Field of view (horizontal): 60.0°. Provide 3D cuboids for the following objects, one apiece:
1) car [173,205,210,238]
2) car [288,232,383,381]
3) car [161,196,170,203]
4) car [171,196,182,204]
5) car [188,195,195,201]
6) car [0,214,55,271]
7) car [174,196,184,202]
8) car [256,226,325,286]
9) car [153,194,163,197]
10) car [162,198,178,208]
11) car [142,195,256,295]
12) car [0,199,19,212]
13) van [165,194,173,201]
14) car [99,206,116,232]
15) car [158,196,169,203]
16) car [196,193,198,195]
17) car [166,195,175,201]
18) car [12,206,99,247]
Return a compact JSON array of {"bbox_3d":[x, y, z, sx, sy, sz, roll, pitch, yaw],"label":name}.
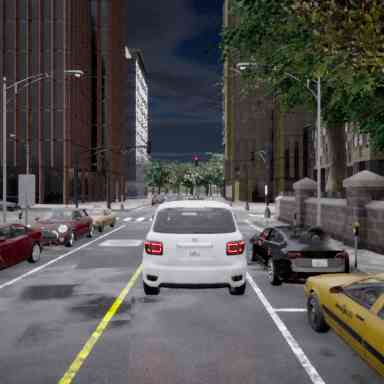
[{"bbox_3d":[0.010,1.527,18.480,1.812,1.442,4.674,0,0,0],"label":"car"},{"bbox_3d":[2.758,1.525,3.958,1.752,1.417,4.829,0,0,0],"label":"car"},{"bbox_3d":[-5.816,1.548,73.701,1.752,1.417,4.829,0,0,0],"label":"car"},{"bbox_3d":[-3.069,1.583,66.991,1.994,1.385,4.181,0,0,1],"label":"car"},{"bbox_3d":[-0.063,1.534,88.597,1.837,1.490,4.892,0,0,0],"label":"car"},{"bbox_3d":[-5.771,1.545,9.237,1.887,1.381,4.507,0,0,0],"label":"car"},{"bbox_3d":[-3.055,1.558,77.331,2.033,1.411,5.357,0,0,0],"label":"car"},{"bbox_3d":[2.754,1.566,9.245,1.947,1.339,4.313,0,0,0],"label":"car"},{"bbox_3d":[-5.805,1.329,57.559,2.192,1.841,5.009,0,0,0],"label":"car"},{"bbox_3d":[-3.130,1.574,48.122,1.994,1.385,4.181,0,0,0],"label":"car"},{"bbox_3d":[0.060,1.222,8.835,2.150,2.045,5.566,0,0,0],"label":"car"},{"bbox_3d":[-19.194,1.203,31.543,5.357,1.411,2.033,1,0,-5],"label":"car"},{"bbox_3d":[-5.824,1.372,84.747,1.690,1.788,3.998,0,0,0],"label":"van"},{"bbox_3d":[-5.778,1.527,19.981,1.752,1.417,4.829,0,0,0],"label":"car"},{"bbox_3d":[-5.812,1.602,68.434,1.802,1.307,4.206,0,0,0],"label":"car"},{"bbox_3d":[0.050,1.547,69.722,1.812,1.442,4.674,0,0,0],"label":"car"},{"bbox_3d":[-5.827,1.585,90.184,2.008,1.369,4.403,0,0,0],"label":"car"},{"bbox_3d":[-5.775,1.441,14.694,1.967,1.590,4.097,0,0,0],"label":"car"}]
